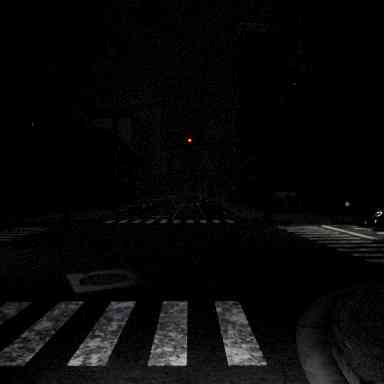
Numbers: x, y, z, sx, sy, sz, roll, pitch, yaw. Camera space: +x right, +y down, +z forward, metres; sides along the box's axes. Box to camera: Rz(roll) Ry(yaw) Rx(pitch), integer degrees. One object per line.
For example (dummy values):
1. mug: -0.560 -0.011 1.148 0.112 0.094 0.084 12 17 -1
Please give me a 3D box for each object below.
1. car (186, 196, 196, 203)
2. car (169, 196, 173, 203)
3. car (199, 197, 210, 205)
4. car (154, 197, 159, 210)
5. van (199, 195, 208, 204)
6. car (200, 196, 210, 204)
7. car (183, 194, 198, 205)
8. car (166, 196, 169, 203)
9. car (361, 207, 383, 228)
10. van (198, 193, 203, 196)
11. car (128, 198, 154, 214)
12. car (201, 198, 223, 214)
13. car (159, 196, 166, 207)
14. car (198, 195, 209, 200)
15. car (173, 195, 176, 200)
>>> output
1. car: -0.236 1.665 73.717 2.033 1.411 5.357 0 0 0
2. car: -5.636 1.552 69.193 1.967 1.590 4.097 0 0 0
3. car: 2.381 1.647 63.671 2.008 1.369 4.403 0 0 0
4. car: -5.675 1.490 41.639 1.967 1.590 4.097 0 0 0
5. van: 2.388 1.453 69.182 1.690 1.788 3.998 0 0 0
6. car: 2.358 1.641 47.139 1.802 1.307 4.206 0 0 0
7. car: -0.163 1.594 60.390 1.837 1.490 4.892 0 0 0
8. car: -5.651 1.634 58.171 2.008 1.369 4.403 0 0 0
9. car: 13.004 1.304 20.633 4.553 1.767 2.097 0 0 0
10. van: 2.373 1.424 58.160 1.690 1.788 3.998 0 0 0
11. car: -5.682 1.480 36.128 1.967 1.590 4.097 0 0 0
12. car: 2.343 1.606 36.116 1.947 1.339 4.313 0 0 0
13. car: -5.659 1.653 52.660 1.802 1.307 4.206 0 0 0
14. car: 2.365 1.637 52.649 1.947 1.339 4.313 0 0 0
15. car: -5.621 1.694 80.214 2.008 1.369 4.403 0 0 0
